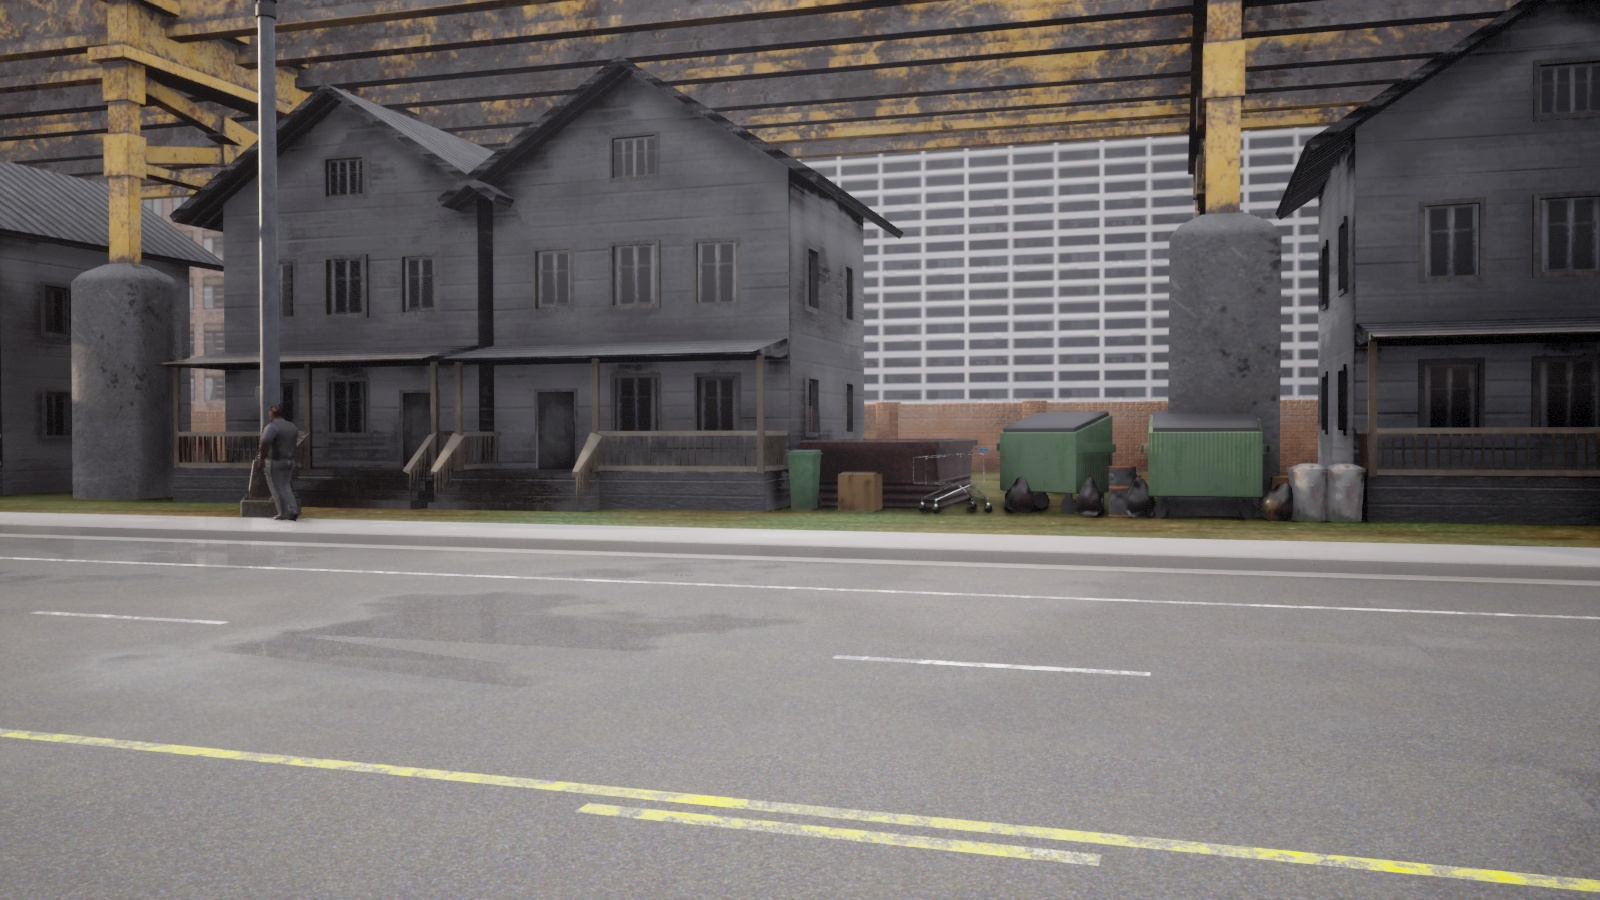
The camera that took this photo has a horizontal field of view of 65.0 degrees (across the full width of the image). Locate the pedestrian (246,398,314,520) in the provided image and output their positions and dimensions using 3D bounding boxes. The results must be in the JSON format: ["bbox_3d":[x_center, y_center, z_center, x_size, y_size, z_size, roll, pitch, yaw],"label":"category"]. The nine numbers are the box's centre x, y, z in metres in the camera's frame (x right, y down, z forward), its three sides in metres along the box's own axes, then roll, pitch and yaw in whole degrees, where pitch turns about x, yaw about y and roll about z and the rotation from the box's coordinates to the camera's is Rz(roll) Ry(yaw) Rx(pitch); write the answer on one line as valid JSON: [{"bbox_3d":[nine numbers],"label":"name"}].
[{"bbox_3d":[-8.194,0.135,19.794,0.849,1.883,0.563,1,1,23],"label":"pedestrian"}]
